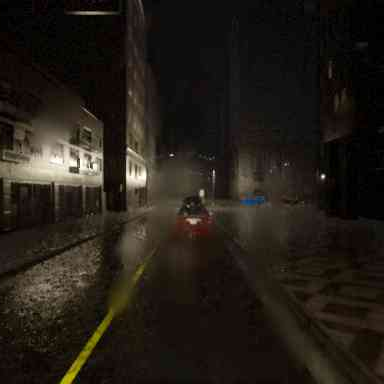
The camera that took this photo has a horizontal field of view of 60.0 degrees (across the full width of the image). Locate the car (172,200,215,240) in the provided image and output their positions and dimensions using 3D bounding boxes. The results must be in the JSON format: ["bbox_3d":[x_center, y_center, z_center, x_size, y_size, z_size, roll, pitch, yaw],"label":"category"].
[{"bbox_3d":[0.062,1.477,17.959,2.097,1.767,4.553,0,0,0],"label":"car"}]

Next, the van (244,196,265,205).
[{"bbox_3d":[11.606,1.687,61.819,3.998,1.788,1.690,0,0,-1],"label":"van"}]

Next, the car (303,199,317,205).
[{"bbox_3d":[22.886,1.906,62.012,4.313,1.339,1.947,0,0,-1],"label":"car"}]

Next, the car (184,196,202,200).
[{"bbox_3d":[0.027,1.447,38.521,2.150,2.045,5.566,0,0,0],"label":"car"}]

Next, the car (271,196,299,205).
[{"bbox_3d":[17.246,1.659,61.916,5.009,1.841,2.192,0,0,-1],"label":"car"}]
